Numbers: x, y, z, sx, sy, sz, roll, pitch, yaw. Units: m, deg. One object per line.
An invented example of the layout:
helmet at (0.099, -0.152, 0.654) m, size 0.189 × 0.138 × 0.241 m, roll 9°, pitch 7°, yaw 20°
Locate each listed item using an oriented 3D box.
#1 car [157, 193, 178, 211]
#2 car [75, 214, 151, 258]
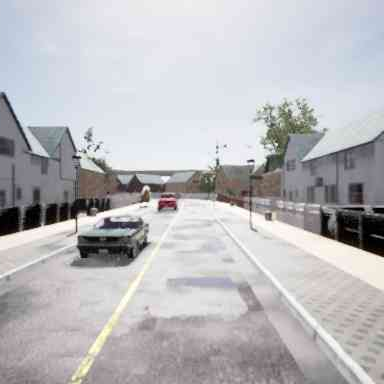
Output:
car at (-2.836, 1.118, 39.576) m, size 2.150 × 2.045 × 5.566 m, roll 0°, pitch 0°, yaw 0°
car at (-2.802, 1.571, 12.754) m, size 1.895 × 1.301 × 4.718 m, roll 0°, pitch 0°, yaw 0°
